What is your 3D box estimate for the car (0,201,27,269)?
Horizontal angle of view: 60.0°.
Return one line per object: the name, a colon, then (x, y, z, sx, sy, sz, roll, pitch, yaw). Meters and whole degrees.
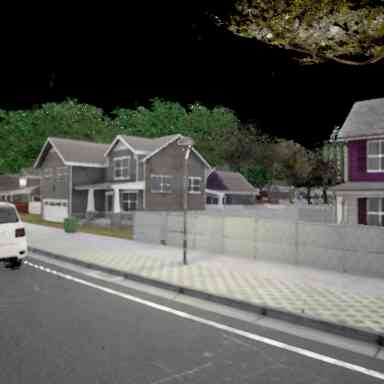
car: (-7.181, 1.298, 10.479, 5.566, 2.045, 2.150, 0, -1, 43)
